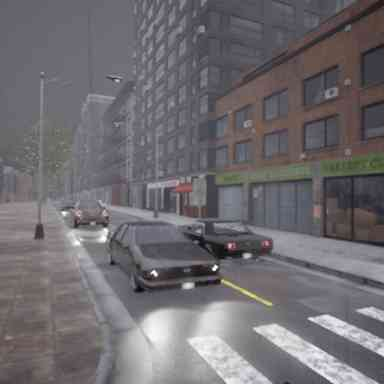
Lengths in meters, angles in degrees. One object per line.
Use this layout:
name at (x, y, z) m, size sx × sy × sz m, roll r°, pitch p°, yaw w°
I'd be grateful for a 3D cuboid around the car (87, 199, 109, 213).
car at (-10.982, 1.630, 38.755) m, size 1.812 × 1.442 × 4.674 m, roll 1°, pitch -1°, yaw -24°

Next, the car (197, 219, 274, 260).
car at (0.796, 1.648, 12.168) m, size 1.895 × 1.301 × 4.718 m, roll 1°, pitch 0°, yaw -24°

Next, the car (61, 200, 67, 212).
car at (-14.986, 1.631, 40.705) m, size 2.033 × 1.411 × 5.357 m, roll 1°, pitch -1°, yaw -23°

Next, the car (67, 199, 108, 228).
car at (-6.962, 1.356, 22.413) m, size 2.097 × 1.767 × 4.553 m, roll 1°, pitch 0°, yaw -24°

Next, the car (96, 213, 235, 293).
car at (-1.153, 1.549, 9.301) m, size 2.033 × 1.411 × 5.357 m, roll 1°, pitch 0°, yaw -24°
